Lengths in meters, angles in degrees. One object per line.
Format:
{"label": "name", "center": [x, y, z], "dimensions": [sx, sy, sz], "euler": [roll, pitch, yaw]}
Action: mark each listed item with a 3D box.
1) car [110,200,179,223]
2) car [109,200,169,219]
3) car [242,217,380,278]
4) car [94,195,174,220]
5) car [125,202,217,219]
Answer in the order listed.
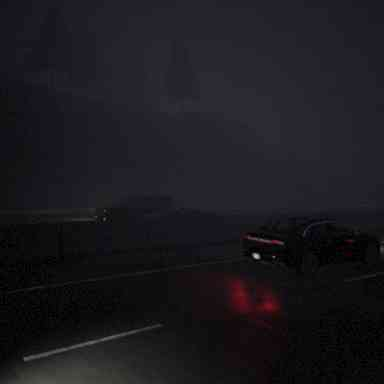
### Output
{"label": "car", "center": [-3.723, 1.477, 26.330], "dimensions": [5.008, 1.535, 1.882], "euler": [0, 0, -30]}
{"label": "car", "center": [-4.693, 1.475, 29.815], "dimensions": [5.008, 1.535, 1.882], "euler": [0, 0, -30]}
{"label": "car", "center": [3.788, 1.517, 10.217], "dimensions": [4.902, 1.511, 2.128], "euler": [0, 0, -32]}
{"label": "car", "center": [-3.641, 1.218, 22.336], "dimensions": [5.566, 2.045, 2.150], "euler": [0, 0, -31]}
{"label": "car", "center": [-0.931, 1.557, 19.902], "dimensions": [5.357, 1.411, 2.033], "euler": [0, 0, -31]}
